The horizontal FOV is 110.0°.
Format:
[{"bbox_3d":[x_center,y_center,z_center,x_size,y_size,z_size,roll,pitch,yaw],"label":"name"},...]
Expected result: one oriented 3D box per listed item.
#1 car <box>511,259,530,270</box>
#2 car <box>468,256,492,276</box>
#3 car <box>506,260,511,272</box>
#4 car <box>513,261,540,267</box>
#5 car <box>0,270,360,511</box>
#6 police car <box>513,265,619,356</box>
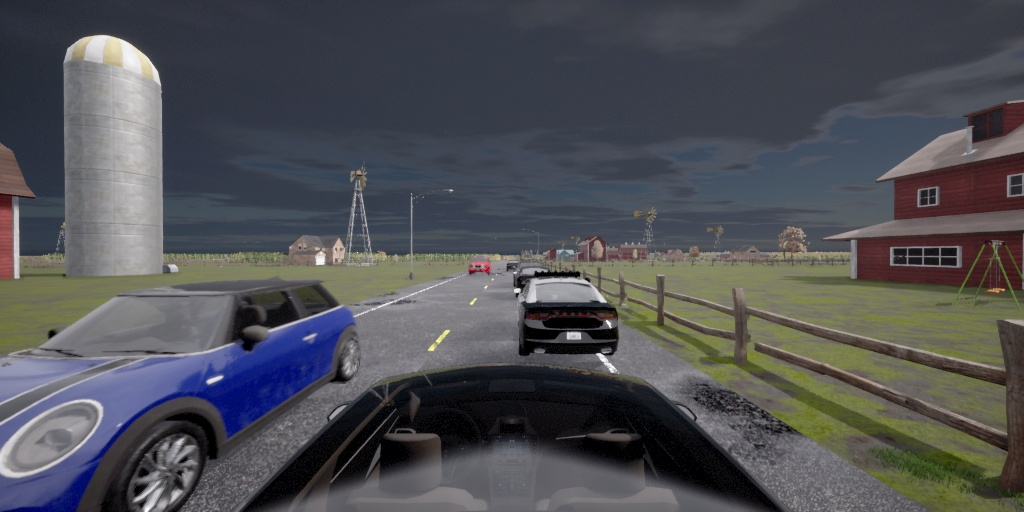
[{"bbox_3d":[1.137,1.109,24.633,2.097,1.767,4.553,0,0,0],"label":"car"},{"bbox_3d":[-3.360,0.993,38.493,2.150,2.045,5.566,0,0,0],"label":"car"},{"bbox_3d":[0.230,1.267,48.316,1.882,1.535,5.008,0,0,0],"label":"car"},{"bbox_3d":[1.116,1.231,18.662,1.882,1.535,5.008,0,0,0],"label":"car"},{"bbox_3d":[-3.590,1.101,4.075,2.097,1.767,4.553,0,0,0],"label":"car"},{"bbox_3d":[1.079,1.175,8.771,1.930,1.638,5.238,0,0,0],"label":"police car"}]
